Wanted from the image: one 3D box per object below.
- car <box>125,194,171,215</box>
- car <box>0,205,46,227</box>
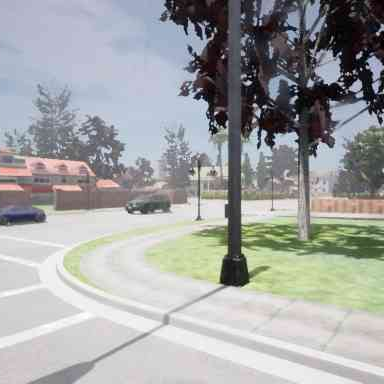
[{"bbox_3d":[-4.479,1.223,34.766,2.150,2.045,5.566,0,0,35],"label":"car"},{"bbox_3d":[-12.364,1.574,23.061,1.994,1.385,4.181,0,0,33],"label":"car"}]
